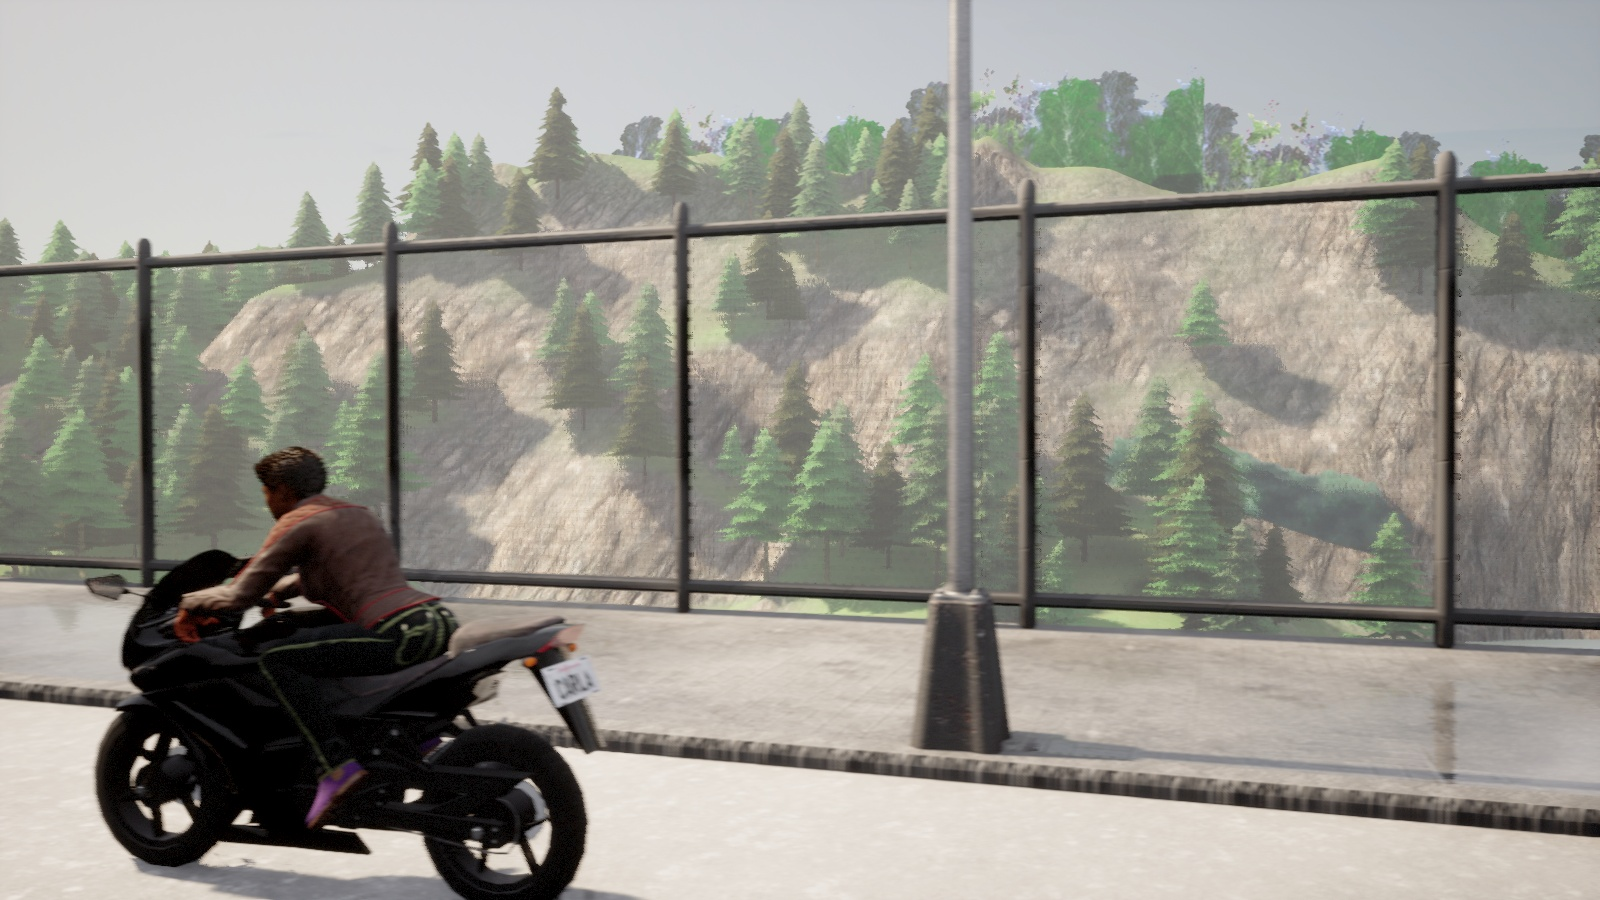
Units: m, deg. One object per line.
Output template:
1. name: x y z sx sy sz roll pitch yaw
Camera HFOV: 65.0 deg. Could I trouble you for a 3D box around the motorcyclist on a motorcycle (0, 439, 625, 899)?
1. motorcyclist on a motorcycle: -1.700 0.734 4.292 2.044 1.523 0.797 1 1 19
